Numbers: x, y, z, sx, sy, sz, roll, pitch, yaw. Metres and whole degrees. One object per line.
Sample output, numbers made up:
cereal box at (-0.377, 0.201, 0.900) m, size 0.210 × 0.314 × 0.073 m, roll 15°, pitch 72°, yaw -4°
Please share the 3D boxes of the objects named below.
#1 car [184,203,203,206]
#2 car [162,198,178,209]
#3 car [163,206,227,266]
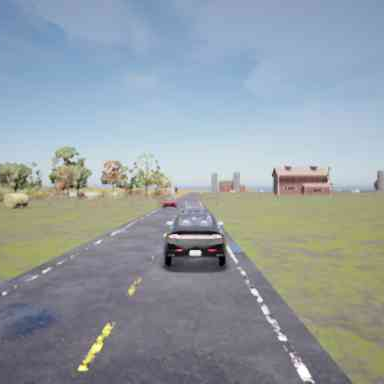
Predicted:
car at (0.144, 1.502, 26.776) m, size 1.895 × 1.301 × 4.718 m, roll 0°, pitch 0°, yaw 0°
car at (-2.745, 1.439, 42.042) m, size 1.895 × 1.301 × 4.718 m, roll 0°, pitch 0°, yaw 0°
car at (0.103, 1.447, 11.395) m, size 2.128 × 1.511 × 4.902 m, roll 0°, pitch 0°, yaw 0°
